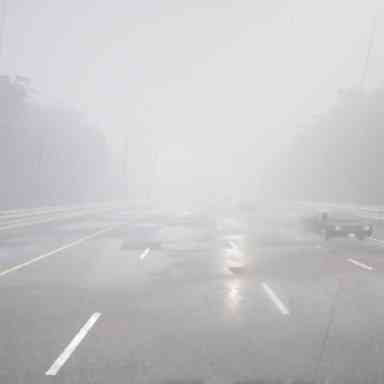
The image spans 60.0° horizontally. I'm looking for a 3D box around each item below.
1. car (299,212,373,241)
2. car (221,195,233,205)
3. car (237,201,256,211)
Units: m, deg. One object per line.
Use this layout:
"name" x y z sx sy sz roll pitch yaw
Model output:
"car" 7.020 1.641 16.830 1.895 1.301 4.718 0 0 0
"car" 7.293 1.723 70.376 2.150 2.045 5.566 0 -1 0
"car" 7.119 1.849 44.023 1.895 1.301 4.718 0 -1 0
